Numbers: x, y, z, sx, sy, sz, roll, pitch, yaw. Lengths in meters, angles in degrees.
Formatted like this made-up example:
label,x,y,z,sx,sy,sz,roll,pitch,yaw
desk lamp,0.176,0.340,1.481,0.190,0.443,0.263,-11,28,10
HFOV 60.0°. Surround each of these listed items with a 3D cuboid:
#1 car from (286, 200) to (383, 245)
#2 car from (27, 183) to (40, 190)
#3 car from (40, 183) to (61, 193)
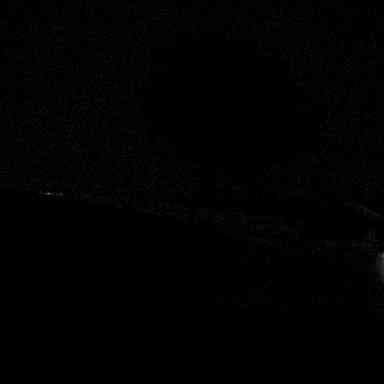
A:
label,x,y,z,sx,sy,sz,roll,pitch,yaw
car,6.268,1.125,13.709,1.882,1.535,5.008,3,0,-36
car,-32.260,-1.191,67.821,1.812,1.442,4.674,3,0,-35
car,-22.955,-0.666,54.755,1.882,1.535,5.008,3,0,-36
